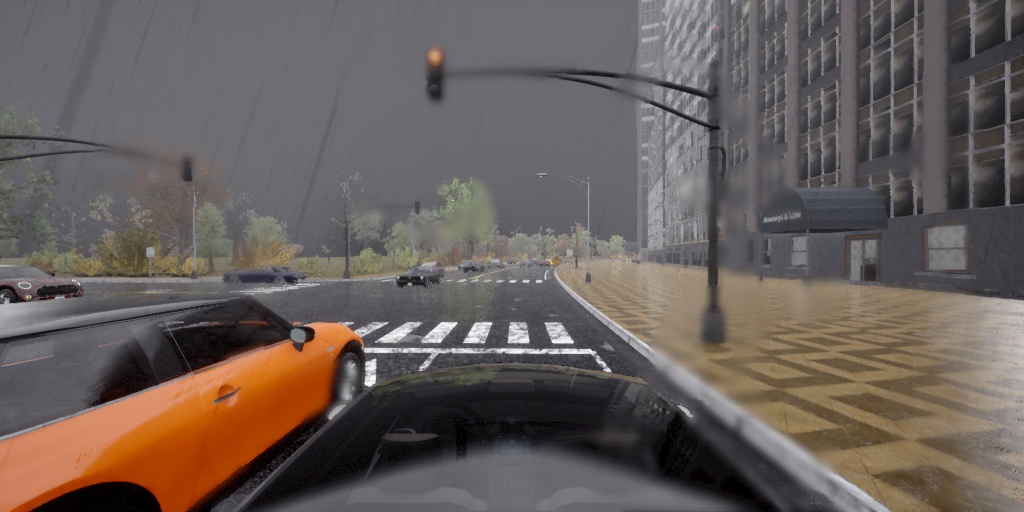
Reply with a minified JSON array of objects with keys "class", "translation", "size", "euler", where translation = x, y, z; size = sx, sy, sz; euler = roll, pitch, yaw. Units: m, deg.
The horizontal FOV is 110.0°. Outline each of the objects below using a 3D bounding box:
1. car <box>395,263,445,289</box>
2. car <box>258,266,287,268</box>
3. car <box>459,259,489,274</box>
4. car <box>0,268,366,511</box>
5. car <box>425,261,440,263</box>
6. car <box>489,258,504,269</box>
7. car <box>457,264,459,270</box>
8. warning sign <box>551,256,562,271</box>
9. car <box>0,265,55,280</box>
[{"class":"car","translation":[-5.875,1.349,23.248],"size":[1.895,1.301,4.718],"euler":[0,0,4]},{"class":"car","translation":[-16.835,1.362,24.609],"size":[4.718,1.301,1.895],"euler":[0,0,-3]},{"class":"car","translation":[-4.309,1.350,41.349],"size":[1.895,1.301,4.718],"euler":[0,0,7]},{"class":"car","translation":[-3.102,1.102,3.209],"size":[2.097,1.767,4.553],"euler":[0,0,0]},{"class":"car","translation":[-8.104,1.273,36.216],"size":[1.812,1.442,4.674],"euler":[0,0,6]},{"class":"car","translation":[-2.446,1.279,55.625],"size":[1.812,1.442,4.674],"euler":[0,0,9]},{"class":"car","translation":[-6.362,1.242,51.225],"size":[2.128,1.511,4.902],"euler":[0,0,8]},{"class":"warning sign","translation":[5.473,0.870,44.136],"size":[1.300,1.860,1.060],"euler":[0,0,7]},{"class":"car","translation":[-20.962,1.160,14.990],"size":[4.553,1.767,2.097],"euler":[0,0,4]}]
